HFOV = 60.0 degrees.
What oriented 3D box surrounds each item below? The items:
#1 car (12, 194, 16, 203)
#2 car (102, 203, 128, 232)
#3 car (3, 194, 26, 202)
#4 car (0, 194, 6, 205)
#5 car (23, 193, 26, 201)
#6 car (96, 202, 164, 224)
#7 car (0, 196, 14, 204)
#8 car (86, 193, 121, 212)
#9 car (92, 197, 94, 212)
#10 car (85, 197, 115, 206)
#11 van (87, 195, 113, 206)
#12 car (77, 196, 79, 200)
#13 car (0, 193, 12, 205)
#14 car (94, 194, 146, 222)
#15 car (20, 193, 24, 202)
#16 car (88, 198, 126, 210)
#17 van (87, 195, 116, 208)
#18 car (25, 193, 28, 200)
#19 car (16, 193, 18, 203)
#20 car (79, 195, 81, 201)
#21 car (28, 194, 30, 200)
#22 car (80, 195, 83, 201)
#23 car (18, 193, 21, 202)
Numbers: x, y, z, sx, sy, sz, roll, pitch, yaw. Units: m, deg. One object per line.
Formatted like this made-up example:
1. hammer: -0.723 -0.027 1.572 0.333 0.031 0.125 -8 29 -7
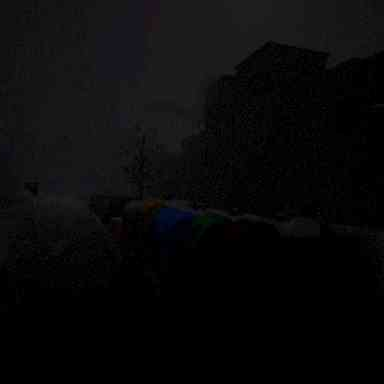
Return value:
1. car: -34.968 1.454 59.015 5.366 1.575 1.946 1 -1 -39
2. car: -1.936 1.643 18.691 5.366 1.575 1.946 3 -2 -39
3. car: -43.375 1.445 81.112 4.553 1.767 2.185 1 -1 -41
4. car: -33.140 1.452 53.296 4.792 1.488 2.163 1 -1 -39
5. car: -41.179 1.574 75.634 4.792 1.488 2.163 1 -1 -41
6. car: -4.987 1.714 27.161 5.008 1.535 2.097 3 -1 -39
7. car: -36.087 1.471 61.697 4.892 1.521 2.231 1 0 -39
8. car: -7.906 1.510 35.691 5.566 2.045 2.435 3 -1 -39
9. car: -6.951 1.620 32.850 4.553 1.767 2.185 3 -2 -39
10. car: -18.521 1.939 67.117 5.366 1.575 1.946 3 -2 -39
11. van: -17.749 1.690 64.076 4.442 1.987 1.878 3 -1 -39
12. car: -27.088 1.786 89.620 5.566 2.045 2.435 3 -1 -42
13. car: -34.148 1.186 56.069 5.566 2.045 2.435 1 0 -39
14. car: -3.025 1.420 21.464 5.566 2.045 2.435 3 -2 -39
15. car: -40.172 1.559 72.814 4.792 1.488 2.163 1 0 -40
16. car: -12.770 1.841 49.926 5.008 1.535 2.097 3 -1 -39
17. van: -15.782 1.659 58.382 4.442 1.987 1.878 3 -1 -39
18. car: -42.260 1.557 78.374 5.008 1.535 2.097 1 0 -41
19. car: -37.062 1.360 64.511 4.553 1.767 2.185 1 0 -40
20. car: -25.964 2.027 86.829 5.008 1.535 2.097 3 -1 -42
21. car: -44.586 1.578 83.752 5.366 1.575 1.946 1 0 -42
22. car: -23.809 2.003 81.189 5.008 1.535 2.097 3 -2 -41
23. car: -38.086 1.501 67.284 5.008 1.535 2.097 1 0 -40
